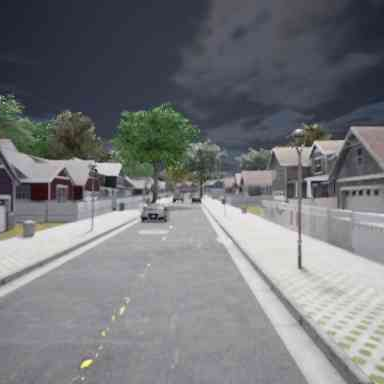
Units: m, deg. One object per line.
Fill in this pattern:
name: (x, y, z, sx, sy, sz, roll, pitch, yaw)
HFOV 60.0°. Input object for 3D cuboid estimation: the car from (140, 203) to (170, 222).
car: (-2.836, 1.598, 26.264, 1.994, 1.385, 4.181, 0, 0, 0)

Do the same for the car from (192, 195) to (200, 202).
car: (0.856, 1.407, 73.376, 1.837, 1.490, 4.892, 0, 0, 0)

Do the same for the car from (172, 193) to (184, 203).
car: (-2.724, 1.134, 67.499, 2.150, 2.045, 5.566, 0, 0, 0)

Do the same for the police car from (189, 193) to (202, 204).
police car: (0.853, 1.363, 63.482, 1.930, 1.638, 5.238, 0, 0, 0)

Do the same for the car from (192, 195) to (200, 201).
car: (0.859, 1.384, 79.377, 1.837, 1.490, 4.892, 0, 0, 0)
